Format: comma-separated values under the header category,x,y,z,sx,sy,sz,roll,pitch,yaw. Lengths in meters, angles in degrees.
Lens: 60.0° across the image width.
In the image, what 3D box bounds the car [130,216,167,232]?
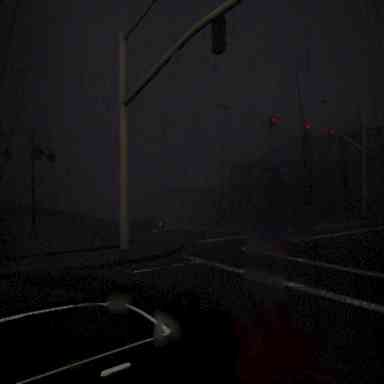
category,x,y,z,sx,sy,sz,roll,pitch,yaw
car,-4.204,2.996,30.969,2.128,1.511,4.902,0,-10,-36

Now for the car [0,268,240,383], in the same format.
category,x,y,z,sx,sy,sz,roll,pitch,yaw
car,-1.803,1.524,2.583,4.892,1.490,1.837,0,0,-36
